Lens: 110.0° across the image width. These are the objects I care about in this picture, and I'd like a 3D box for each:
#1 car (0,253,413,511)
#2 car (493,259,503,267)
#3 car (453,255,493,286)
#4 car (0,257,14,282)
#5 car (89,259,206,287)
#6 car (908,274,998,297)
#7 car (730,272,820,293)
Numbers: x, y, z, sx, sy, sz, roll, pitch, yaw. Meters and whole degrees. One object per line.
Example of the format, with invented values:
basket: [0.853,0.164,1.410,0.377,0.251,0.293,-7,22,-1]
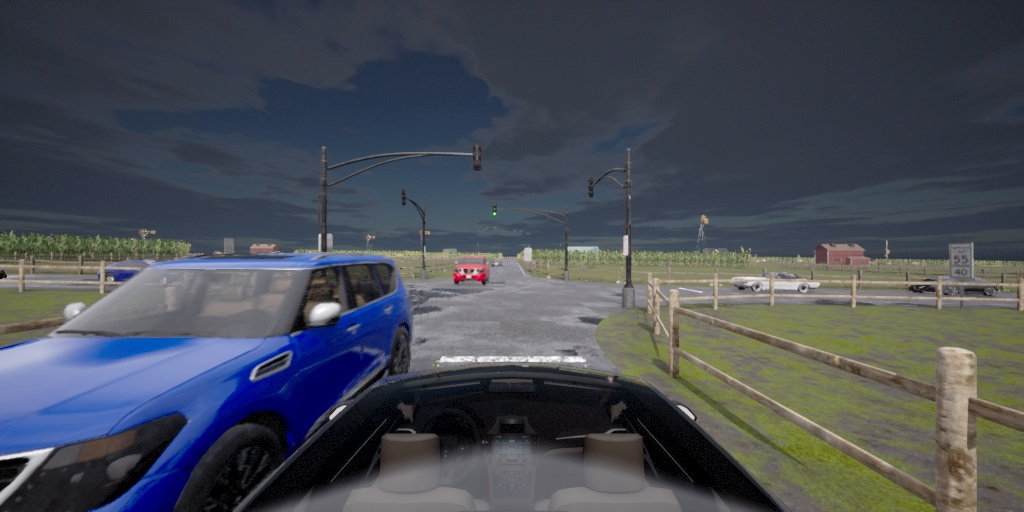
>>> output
car: [-2.753,0.978,3.989,2.150,2.045,5.566,0,0,0]
car: [-2.706,1.262,64.798,2.128,1.511,4.902,0,0,0]
car: [-2.790,0.963,25.794,2.150,2.045,5.566,1,0,0]
car: [-31.337,0.754,20.061,4.181,1.385,1.994,1,0,0]
car: [-20.267,0.917,20.065,4.674,1.442,1.812,1,0,0]
car: [29.141,1.905,23.786,4.181,1.385,1.994,1,0,0]
car: [17.281,1.714,23.783,4.718,1.301,1.895,1,0,2]
